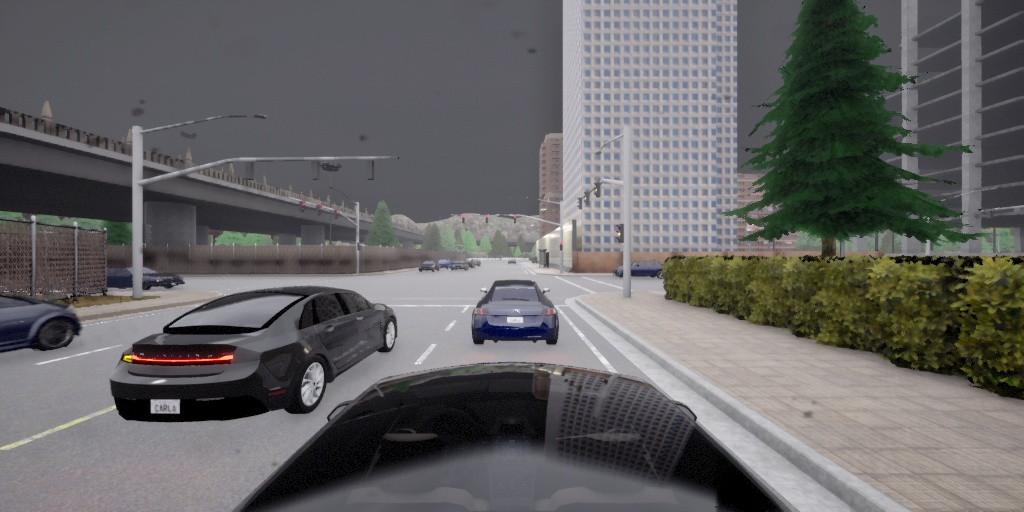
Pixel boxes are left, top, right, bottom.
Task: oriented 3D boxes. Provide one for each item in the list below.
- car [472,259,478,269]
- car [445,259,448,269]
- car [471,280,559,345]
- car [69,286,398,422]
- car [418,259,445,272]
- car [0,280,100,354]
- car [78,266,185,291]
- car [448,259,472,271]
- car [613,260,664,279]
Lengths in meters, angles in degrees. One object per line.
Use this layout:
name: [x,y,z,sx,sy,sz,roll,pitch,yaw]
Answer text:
car: [-7.082,1.351,57.920,1.895,1.301,4.718,0,0,0]
car: [-10.587,1.227,55.863,1.882,1.535,5.008,0,0,0]
car: [0.079,1.314,9.544,1.994,1.385,4.181,0,0,0]
car: [-3.440,1.255,6.001,1.837,1.490,4.892,0,0,0]
car: [-10.592,1.297,46.413,2.033,1.411,5.357,0,0,0]
car: [-10.578,1.314,6.199,1.994,1.385,4.181,0,0,0]
car: [-23.490,1.353,22.062,5.357,1.411,2.033,0,0,0]
car: [-7.084,1.314,49.166,1.994,1.385,4.181,0,0,0]
car: [11.644,1.157,32.834,4.553,1.767,2.097,0,0,0]
